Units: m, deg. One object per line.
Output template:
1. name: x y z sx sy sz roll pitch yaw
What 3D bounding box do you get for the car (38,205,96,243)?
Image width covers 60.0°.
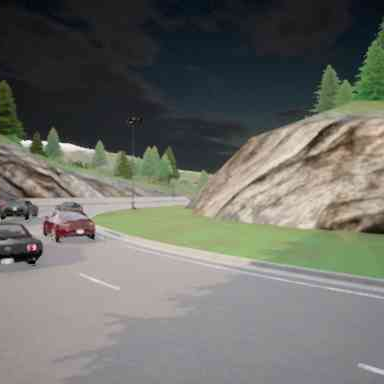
1. car: -6.226 1.592 16.688 1.812 1.442 4.674 0 0 -33

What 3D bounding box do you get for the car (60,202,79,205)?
1. car: -12.315 1.678 33.584 2.033 1.411 5.357 0 0 -7

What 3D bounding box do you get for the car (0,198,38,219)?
1. car: -14.920 1.441 29.125 2.097 1.767 4.553 1 0 -14

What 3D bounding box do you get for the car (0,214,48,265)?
1. car: -6.502 1.631 10.955 1.895 1.301 4.718 1 0 -39
